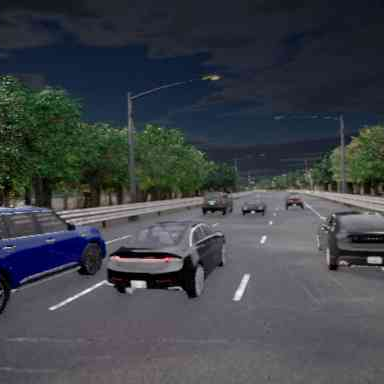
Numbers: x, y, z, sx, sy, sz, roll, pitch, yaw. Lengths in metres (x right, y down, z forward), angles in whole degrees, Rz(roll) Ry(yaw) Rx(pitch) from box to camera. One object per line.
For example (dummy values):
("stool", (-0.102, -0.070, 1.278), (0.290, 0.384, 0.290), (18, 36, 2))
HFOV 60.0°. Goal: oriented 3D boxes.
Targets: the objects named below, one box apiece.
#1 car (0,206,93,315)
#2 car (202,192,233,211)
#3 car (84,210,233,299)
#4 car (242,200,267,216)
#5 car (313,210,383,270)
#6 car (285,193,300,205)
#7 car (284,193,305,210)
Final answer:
("car", (-4.218, 1.343, 7.719), (2.150, 2.045, 5.566), (-2, 0, 16))
("car", (2.454, 1.068, 31.213), (2.150, 2.045, 5.566), (-2, 0, 16))
("car", (-0.340, 1.483, 8.541), (2.128, 1.511, 4.902), (-2, 0, 16))
("car", (5.610, 1.347, 29.484), (1.895, 1.301, 4.718), (-2, 0, 16))
("car", (4.901, 1.319, 10.072), (1.837, 1.490, 4.892), (-2, 0, 16))
("car", (14.054, 0.937, 46.766), (1.837, 1.490, 4.892), (-2, 1, 16))
("car", (11.062, 1.055, 36.000), (1.837, 1.490, 4.892), (-2, 0, 16))
